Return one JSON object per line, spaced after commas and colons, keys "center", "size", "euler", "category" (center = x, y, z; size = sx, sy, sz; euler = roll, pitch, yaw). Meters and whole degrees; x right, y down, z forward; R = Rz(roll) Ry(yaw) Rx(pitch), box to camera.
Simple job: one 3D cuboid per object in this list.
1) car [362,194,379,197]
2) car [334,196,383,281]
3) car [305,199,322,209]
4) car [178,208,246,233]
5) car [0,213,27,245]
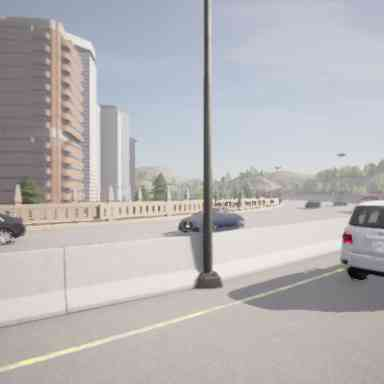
{"center": [19.632, 1.271, 36.534], "size": [2.150, 2.045, 5.566], "euler": [0, 0, 31], "category": "car"}
{"center": [6.034, 1.231, 8.881], "size": [5.566, 2.045, 2.150], "euler": [0, 0, -41], "category": "car"}
{"center": [16.826, 1.689, 45.997], "size": [1.895, 1.301, 4.718], "euler": [0, 0, 26], "category": "car"}
{"center": [1.209, 1.619, 19.017], "size": [4.181, 1.385, 1.994], "euler": [0, 0, -44], "category": "car"}
{"center": [-9.848, 1.580, 14.300], "size": [4.892, 1.490, 1.837], "euler": [0, 0, -36], "category": "car"}
